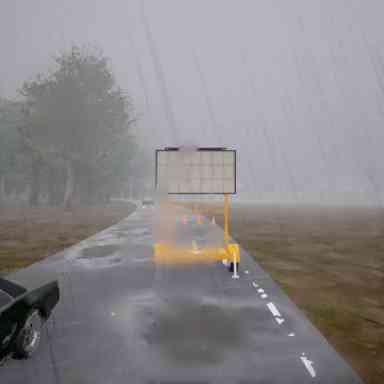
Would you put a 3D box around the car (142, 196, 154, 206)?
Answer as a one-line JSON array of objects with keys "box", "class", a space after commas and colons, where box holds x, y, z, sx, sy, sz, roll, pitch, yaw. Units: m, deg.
[{"box": [-7.378, 1.490, 55.824, 1.882, 1.535, 5.008, 0, 0, -11], "class": "car"}]

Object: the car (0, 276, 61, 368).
[{"box": [-3.090, 1.599, 3.210, 1.895, 1.301, 4.718, 0, 0, 0], "class": "car"}]

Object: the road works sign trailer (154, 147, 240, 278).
[{"box": [0.109, 0.464, 10.097, 2.380, 3.560, 2.880, 0, 0, -1], "class": "road works sign trailer"}]
